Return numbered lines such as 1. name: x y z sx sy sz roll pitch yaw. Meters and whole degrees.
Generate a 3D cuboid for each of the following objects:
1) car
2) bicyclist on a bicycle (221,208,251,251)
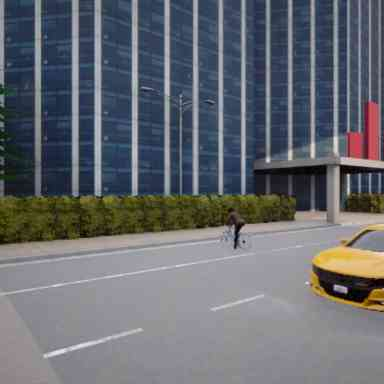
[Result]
1. car: 4.674 1.476 7.484 5.008 1.535 1.882 0 0 -37
2. bicyclist on a bicycle: 1.671 1.454 13.014 0.582 1.620 1.656 0 -2 -37
